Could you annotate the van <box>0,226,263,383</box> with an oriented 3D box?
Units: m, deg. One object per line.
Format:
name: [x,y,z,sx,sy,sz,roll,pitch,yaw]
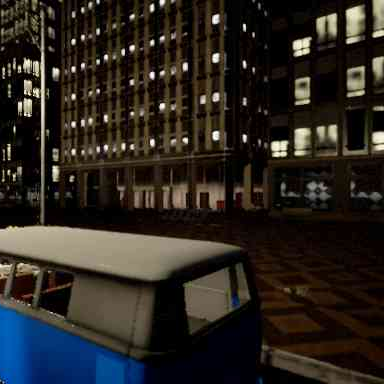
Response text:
van: [-1.218,1.357,3.736,3.998,1.788,1.690,0,0,36]
